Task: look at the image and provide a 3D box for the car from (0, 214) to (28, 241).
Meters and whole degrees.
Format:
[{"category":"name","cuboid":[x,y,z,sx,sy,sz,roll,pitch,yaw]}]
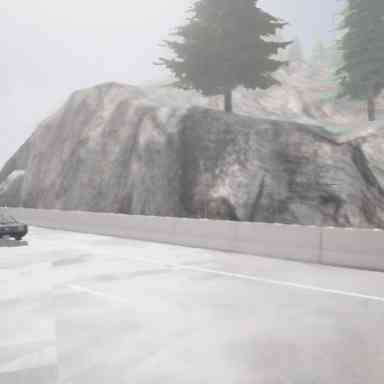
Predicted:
[{"category":"car","cuboid":[-10.016,1.735,16.444,4.718,1.301,1.895,0,-1,41]}]
